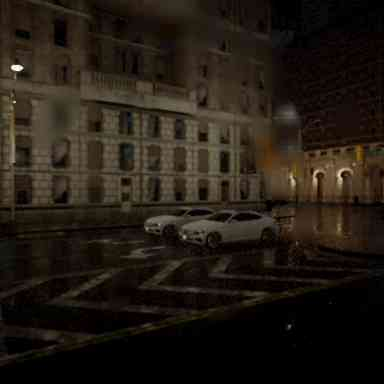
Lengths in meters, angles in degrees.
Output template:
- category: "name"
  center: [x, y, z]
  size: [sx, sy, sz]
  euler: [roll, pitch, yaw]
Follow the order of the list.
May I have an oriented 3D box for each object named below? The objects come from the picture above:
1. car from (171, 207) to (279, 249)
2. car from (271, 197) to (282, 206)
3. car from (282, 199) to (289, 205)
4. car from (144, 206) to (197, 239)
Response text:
- category: "car"
  center: [1.691, 1.496, 14.372]
  size: [4.674, 1.442, 1.812]
  euler: [0, 0, -32]
- category: "car"
  center: [10.991, 1.482, 50.998]
  size: [1.895, 1.301, 4.718]
  euler: [0, 0, -32]
- category: "car"
  center: [13.541, 1.433, 53.537]
  size: [1.994, 1.385, 4.181]
  euler: [0, 0, -32]
- category: "car"
  center: [-0.179, 1.497, 17.331]
  size: [4.674, 1.442, 1.812]
  euler: [0, 0, -31]
